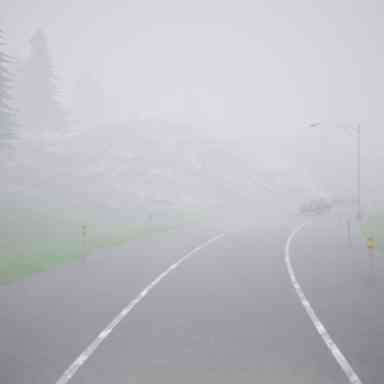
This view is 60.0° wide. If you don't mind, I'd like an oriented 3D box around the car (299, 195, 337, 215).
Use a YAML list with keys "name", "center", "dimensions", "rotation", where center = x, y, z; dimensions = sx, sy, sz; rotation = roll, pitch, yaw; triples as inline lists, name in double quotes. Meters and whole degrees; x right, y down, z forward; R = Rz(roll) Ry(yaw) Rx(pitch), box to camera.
- name: "car"
  center: [12.101, 1.378, 32.458]
  dimensions: [2.033, 1.411, 5.357]
  rotation: [0, 1, 37]

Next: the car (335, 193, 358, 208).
- name: "car"
  center: [18.521, 0.874, 40.462]
  dimensions: [2.097, 1.767, 4.553]
  rotation: [0, 2, 41]
